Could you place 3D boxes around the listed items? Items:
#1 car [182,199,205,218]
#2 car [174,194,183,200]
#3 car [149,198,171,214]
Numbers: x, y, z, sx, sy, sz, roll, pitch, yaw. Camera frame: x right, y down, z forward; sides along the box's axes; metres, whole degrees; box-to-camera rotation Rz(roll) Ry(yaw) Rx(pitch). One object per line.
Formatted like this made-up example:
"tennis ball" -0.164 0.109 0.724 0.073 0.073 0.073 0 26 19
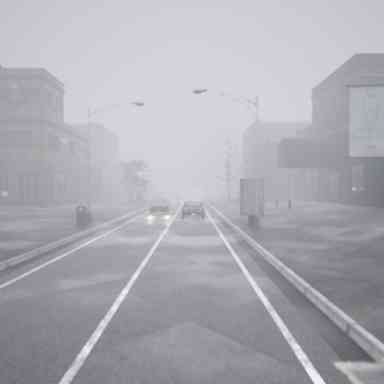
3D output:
"car" 0.099 1.467 28.650 1.895 1.301 4.718 0 0 0
"car" -3.004 1.135 75.133 1.895 1.301 4.718 0 0 0
"car" -3.095 1.312 32.742 1.882 1.535 5.008 0 0 0
